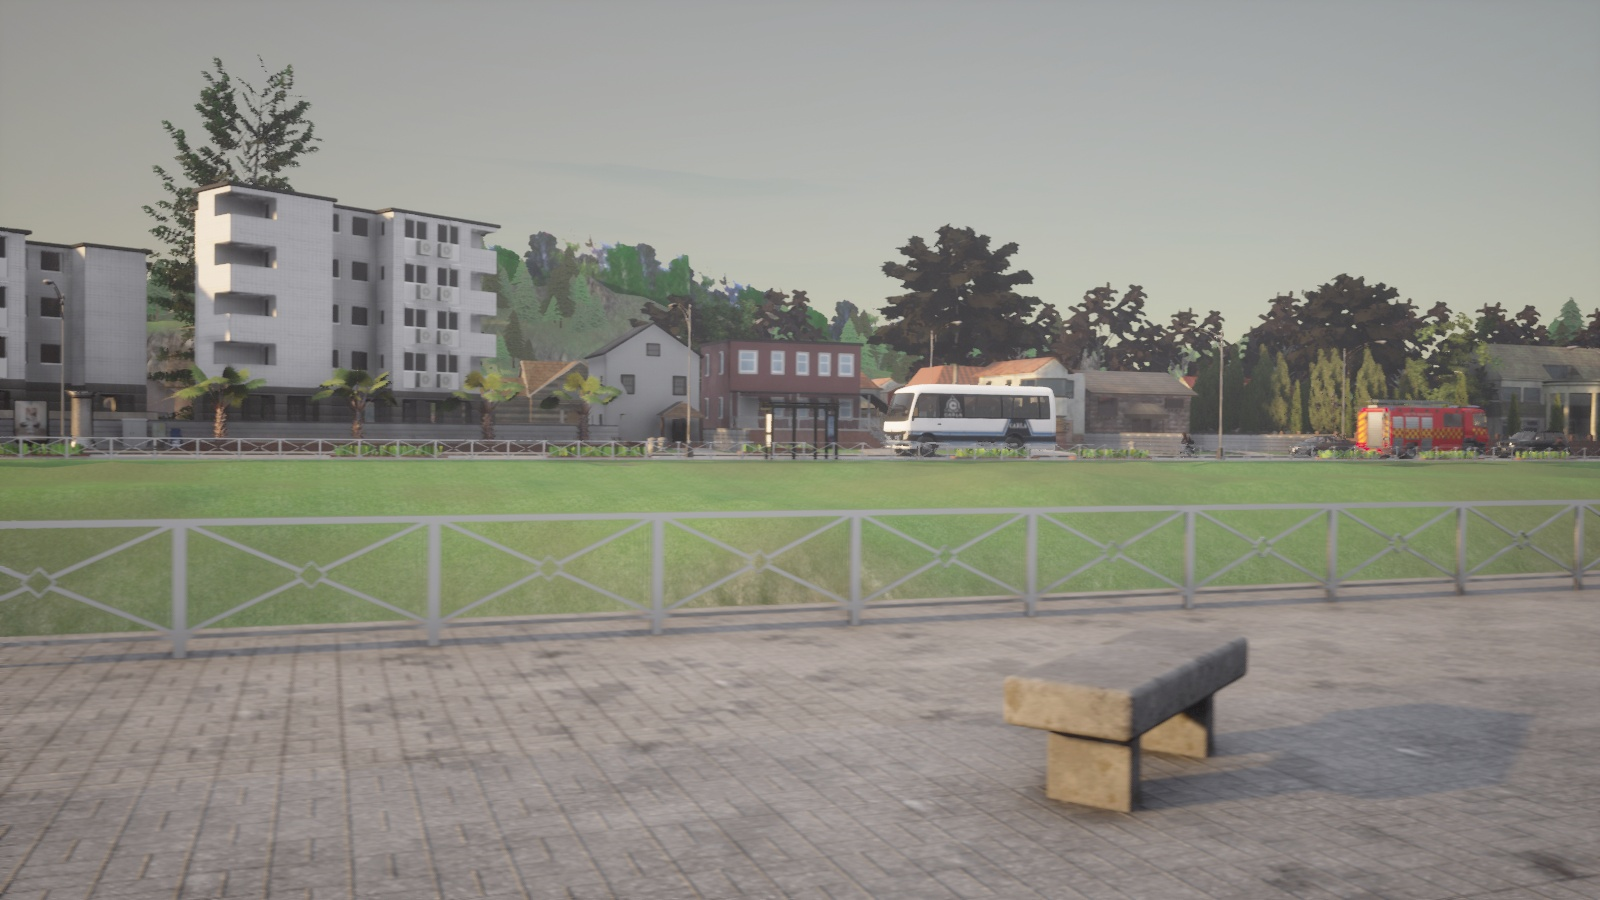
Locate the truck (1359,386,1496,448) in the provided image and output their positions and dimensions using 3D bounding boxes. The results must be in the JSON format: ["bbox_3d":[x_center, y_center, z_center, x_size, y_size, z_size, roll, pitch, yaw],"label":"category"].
[{"bbox_3d":[40.406,-2.118,80.816,8.468,3.827,2.891,-1,1,-21],"label":"truck"}]

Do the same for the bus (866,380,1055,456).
[{"bbox_3d":[9.394,-1.873,73.326,10.273,4.253,3.944,-1,1,-21],"label":"bus"}]

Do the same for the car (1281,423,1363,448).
[{"bbox_3d":[34.420,-0.966,82.836,4.902,1.511,2.128,-1,1,-21],"label":"car"}]
